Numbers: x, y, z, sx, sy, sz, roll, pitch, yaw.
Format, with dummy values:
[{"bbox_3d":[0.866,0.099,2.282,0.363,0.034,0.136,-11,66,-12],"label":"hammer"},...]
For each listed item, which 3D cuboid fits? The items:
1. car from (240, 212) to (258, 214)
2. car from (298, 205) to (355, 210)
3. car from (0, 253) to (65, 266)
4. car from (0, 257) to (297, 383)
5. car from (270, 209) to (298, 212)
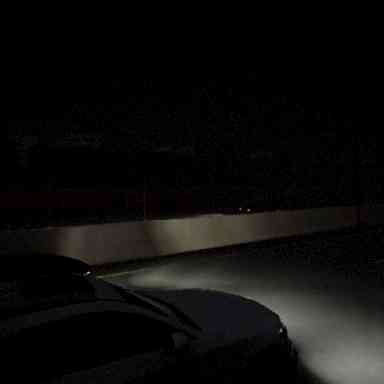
[{"bbox_3d":[6.107,1.185,29.830,4.892,1.490,1.837,-1,1,-35],"label":"car"},{"bbox_3d":[10.187,1.185,24.142,4.892,1.490,1.837,-1,1,-35],"label":"car"},{"bbox_3d":[-4.093,1.484,5.127,5.008,1.535,1.882,-1,1,-35],"label":"car"},{"bbox_3d":[-1.065,1.515,2.987,4.674,1.442,1.812,-1,1,-35],"label":"car"},{"bbox_3d":[8.257,1.242,27.064,4.181,1.385,1.994,-1,1,-35],"label":"car"}]
